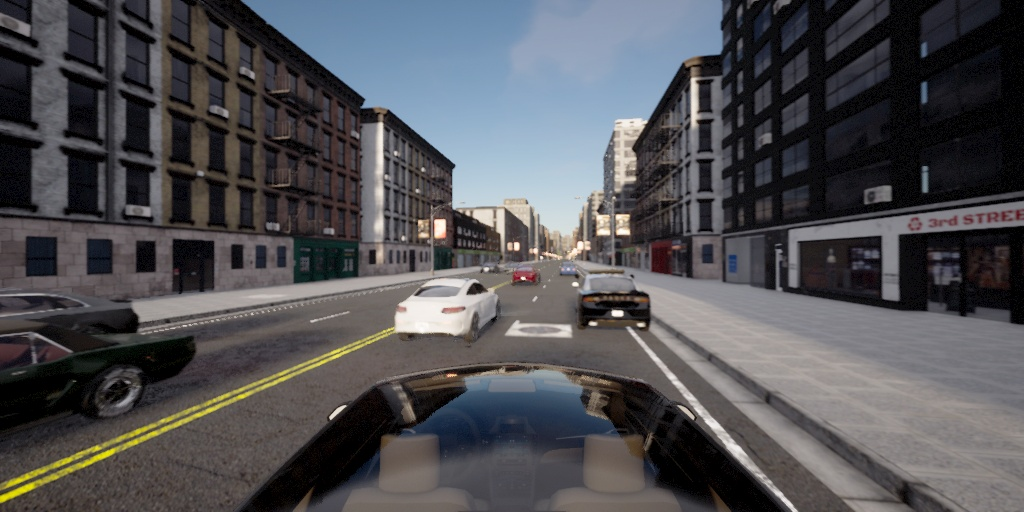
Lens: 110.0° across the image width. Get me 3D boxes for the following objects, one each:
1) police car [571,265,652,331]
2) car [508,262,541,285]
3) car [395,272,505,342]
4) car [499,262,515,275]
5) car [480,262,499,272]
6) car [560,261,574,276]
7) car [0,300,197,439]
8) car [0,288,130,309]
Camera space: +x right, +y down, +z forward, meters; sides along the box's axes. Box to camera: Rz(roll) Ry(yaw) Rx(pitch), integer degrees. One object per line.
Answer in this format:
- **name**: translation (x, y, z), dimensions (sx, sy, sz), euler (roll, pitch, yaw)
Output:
- **police car**: translation (2.985, 1.223, 11.375), dimensions (1.930, 1.638, 5.238), euler (0, 0, 9)
- **car**: translation (1.136, 1.428, 27.682), dimensions (1.812, 1.442, 4.674), euler (0, 0, 9)
- **car**: translation (-1.570, 1.334, 9.934), dimensions (1.812, 1.442, 4.674), euler (0, 0, 9)
- **car**: translation (0.182, 1.497, 44.324), dimensions (2.128, 1.511, 4.902), euler (0, 0, 9)
- **car**: translation (-2.790, 1.522, 46.382), dimensions (2.128, 1.511, 4.902), euler (0, 0, 9)
- **car**: translation (6.392, 1.506, 40.725), dimensions (2.033, 1.411, 5.357), euler (0, 0, 9)
- **car**: translation (-6.069, 1.386, 3.339), dimensions (1.895, 1.301, 4.718), euler (0, 0, 9)
- **car**: translation (-9.020, 1.303, 5.539), dimensions (2.128, 1.511, 4.902), euler (0, 0, 9)
